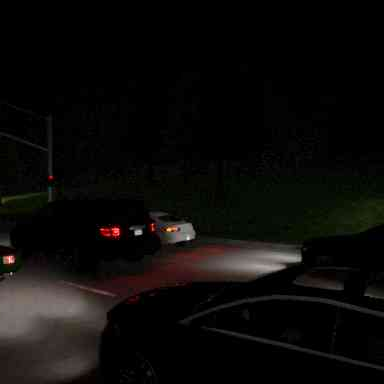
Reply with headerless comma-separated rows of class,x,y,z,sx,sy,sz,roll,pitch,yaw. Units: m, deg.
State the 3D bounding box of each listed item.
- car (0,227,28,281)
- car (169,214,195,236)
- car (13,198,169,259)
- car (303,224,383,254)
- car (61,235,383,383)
car,-6.433,1.601,8.532,4.718,1.301,1.895,0,0,36
car,-2.022,1.526,13.983,4.674,1.442,1.812,0,0,36
car,-3.668,1.221,10.853,5.566,2.045,2.150,0,0,36
car,5.326,1.526,8.771,4.674,1.442,1.812,0,0,35
car,1.170,1.490,3.156,4.902,1.511,2.128,0,0,35
